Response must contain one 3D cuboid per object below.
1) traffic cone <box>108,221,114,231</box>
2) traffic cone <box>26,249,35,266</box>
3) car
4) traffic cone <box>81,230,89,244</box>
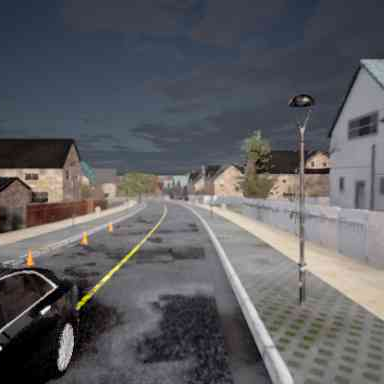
[{"bbox_3d":[-4.797,2.007,19.687,0.340,0.580,0.340,0,0,-1],"label":"traffic cone"},{"bbox_3d":[-4.724,1.976,9.718,0.340,0.580,0.340,0,0,0],"label":"traffic cone"},{"bbox_3d":[-2.452,1.510,2.709,1.837,1.490,4.892,0,0,0],"label":"car"},{"bbox_3d":[-4.734,1.990,14.708,0.340,0.580,0.340,0,0,0],"label":"traffic cone"}]
